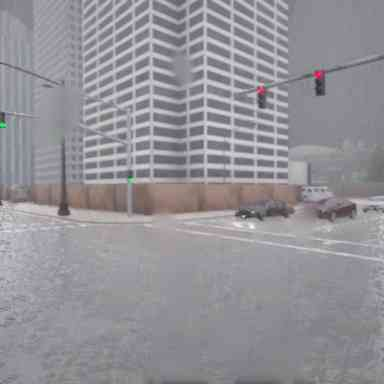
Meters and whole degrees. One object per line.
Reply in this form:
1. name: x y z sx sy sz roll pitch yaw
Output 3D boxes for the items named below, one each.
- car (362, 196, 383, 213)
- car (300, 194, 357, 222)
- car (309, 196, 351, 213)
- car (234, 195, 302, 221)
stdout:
1. car: 16.931 1.082 29.737 4.674 1.442 1.812 -1 1 -42
2. car: 9.691 1.143 23.175 5.008 1.535 1.882 -1 1 -42
3. car: 12.789 1.122 30.711 4.181 1.385 1.994 -1 1 -42
4. car: 5.396 1.218 24.003 5.357 1.411 2.033 -1 1 -42
